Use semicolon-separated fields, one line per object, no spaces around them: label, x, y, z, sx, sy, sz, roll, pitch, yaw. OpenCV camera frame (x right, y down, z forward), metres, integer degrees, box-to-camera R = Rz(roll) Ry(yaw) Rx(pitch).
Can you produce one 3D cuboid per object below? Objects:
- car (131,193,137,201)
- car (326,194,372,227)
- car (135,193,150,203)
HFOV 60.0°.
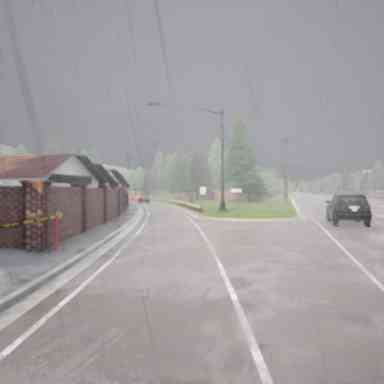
car;-12.846;1.123;77.134;2.097;1.767;4.553;0;0;-20
car;10.539;1.163;22.652;2.150;2.045;5.566;0;0;16
car;-9.652;1.483;67.122;2.033;1.411;5.357;0;0;-18
